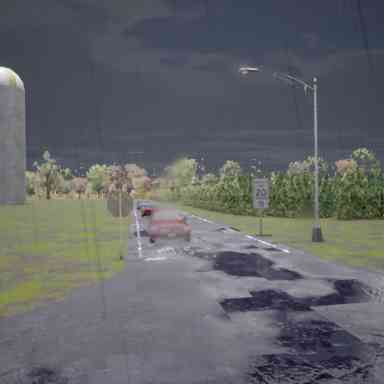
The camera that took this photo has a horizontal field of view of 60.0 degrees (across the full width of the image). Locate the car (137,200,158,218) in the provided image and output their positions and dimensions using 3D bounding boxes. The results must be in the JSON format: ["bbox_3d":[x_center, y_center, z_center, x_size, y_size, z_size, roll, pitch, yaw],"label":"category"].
[{"bbox_3d":[-3.953,1.749,31.840,1.895,1.301,4.718,-1,0,-10],"label":"car"}]

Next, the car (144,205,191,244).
[{"bbox_3d":[-1.261,1.607,16.601,1.812,1.442,4.674,-1,0,-10],"label":"car"}]
